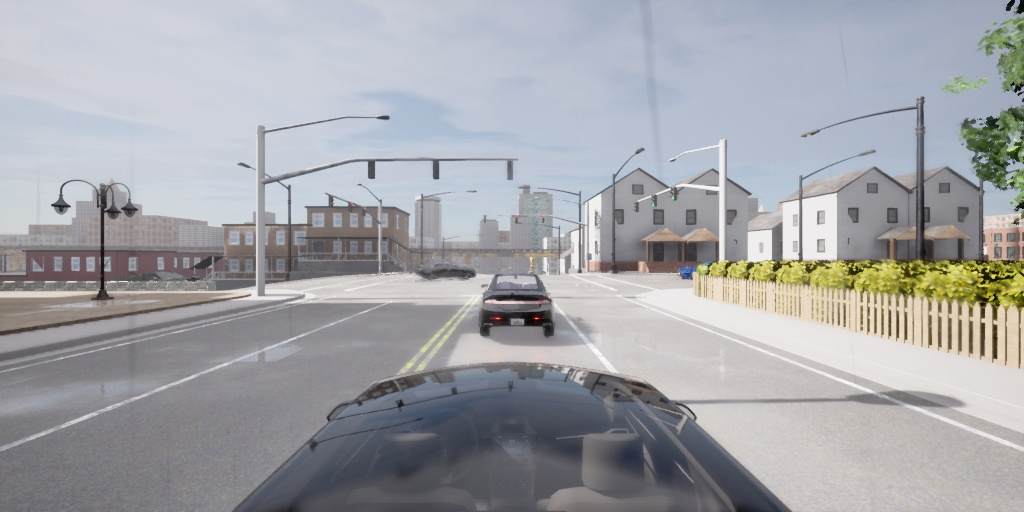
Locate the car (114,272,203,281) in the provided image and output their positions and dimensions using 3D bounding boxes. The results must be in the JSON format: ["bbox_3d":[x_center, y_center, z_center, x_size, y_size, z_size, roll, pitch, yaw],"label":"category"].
[{"bbox_3d":[-25.728,2.174,26.126,5.566,2.045,2.150,-9,0,-2],"label":"car"}]

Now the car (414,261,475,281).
[{"bbox_3d":[-5.304,1.181,28.707,4.902,1.511,2.128,0,1,-29],"label":"car"}]

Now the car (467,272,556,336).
[{"bbox_3d":[0.114,1.242,10.332,2.128,1.511,4.902,0,0,0],"label":"car"}]

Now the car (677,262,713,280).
[{"bbox_3d":[16.655,1.228,30.377,5.008,1.535,1.882,0,0,-1],"label":"car"}]
